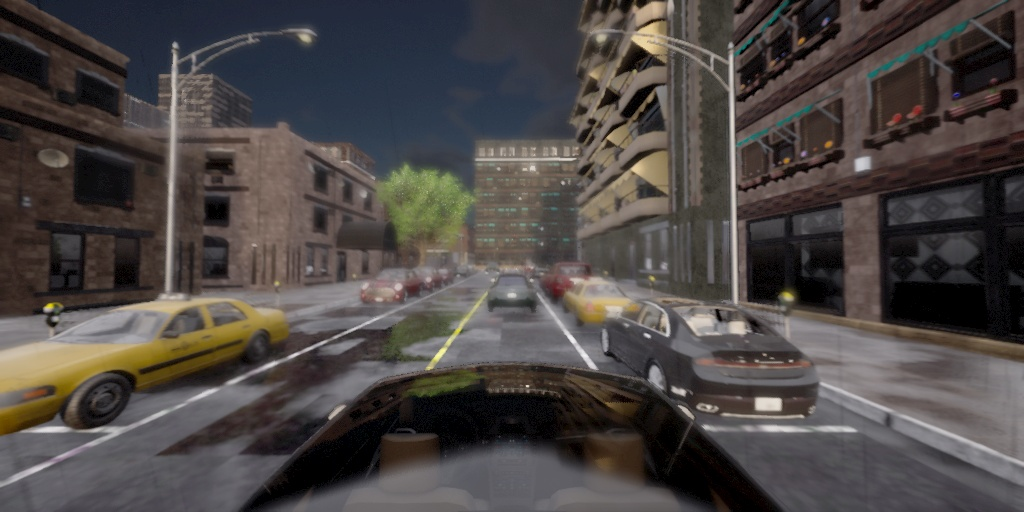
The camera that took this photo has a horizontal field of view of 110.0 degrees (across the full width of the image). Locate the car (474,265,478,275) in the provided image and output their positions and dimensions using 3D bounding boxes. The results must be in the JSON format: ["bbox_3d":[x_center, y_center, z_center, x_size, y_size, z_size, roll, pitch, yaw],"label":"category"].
[{"bbox_3d":[-5.690,1.771,45.688,2.007,1.370,4.403,0,0,0],"label":"car"}]

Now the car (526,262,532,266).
[{"bbox_3d":[2.700,1.725,51.435,1.967,1.591,4.097,0,0,0],"label":"car"}]

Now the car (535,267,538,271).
[{"bbox_3d":[2.674,1.558,23.007,1.802,1.307,4.207,0,0,0],"label":"car"}]

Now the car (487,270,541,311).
[{"bbox_3d":[0.012,1.459,15.362,1.994,1.385,4.181,0,-1,0],"label":"car"}]

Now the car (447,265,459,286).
[{"bbox_3d":[-5.677,1.618,28.628,1.802,1.307,4.207,0,0,0],"label":"car"}]

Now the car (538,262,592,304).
[{"bbox_3d":[2.679,1.230,17.321,2.192,1.841,5.009,0,0,0],"label":"car"}]

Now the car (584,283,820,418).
[{"bbox_3d":[2.687,1.345,5.947,2.007,1.370,4.403,0,0,0],"label":"car"}]

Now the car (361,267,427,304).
[{"bbox_3d":[-5.669,1.354,17.255,1.967,1.591,4.097,0,0,0],"label":"car"}]

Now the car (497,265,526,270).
[{"bbox_3d":[-0.003,1.653,30.128,1.895,1.301,4.718,0,-1,0],"label":"car"}]

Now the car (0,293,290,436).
[{"bbox_3d":[-5.660,1.319,5.713,1.751,1.417,4.829,0,0,0],"label":"car"}]

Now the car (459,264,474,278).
[{"bbox_3d":[-5.686,1.725,40.000,1.948,1.339,4.313,0,0,0],"label":"car"}]

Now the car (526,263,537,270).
[{"bbox_3d":[2.666,1.664,34.379,1.948,1.339,4.313,0,0,0],"label":"car"}]

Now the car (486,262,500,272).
[{"bbox_3d":[-3.059,1.702,57.524,2.097,1.767,4.553,0,-1,0],"label":"car"}]

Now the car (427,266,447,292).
[{"bbox_3d":[-5.674,1.414,22.942,1.967,1.591,4.097,0,0,0],"label":"car"}]

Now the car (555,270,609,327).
[{"bbox_3d":[2.683,1.380,11.803,1.751,1.417,4.829,0,0,0],"label":"car"}]
